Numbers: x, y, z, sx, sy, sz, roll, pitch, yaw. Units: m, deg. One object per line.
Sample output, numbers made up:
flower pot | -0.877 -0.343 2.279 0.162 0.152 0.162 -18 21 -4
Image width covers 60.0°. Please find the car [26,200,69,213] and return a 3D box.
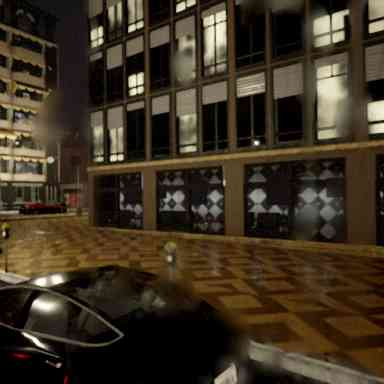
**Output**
car | -17.172 1.695 39.760 1.947 1.339 4.313 -1 -1 35

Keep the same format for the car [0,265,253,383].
car | -1.415 1.563 3.895 4.313 1.339 1.947 0 -1 35

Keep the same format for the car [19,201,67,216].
car | -13.530 1.543 30.403 1.802 1.307 4.206 -1 -1 35
